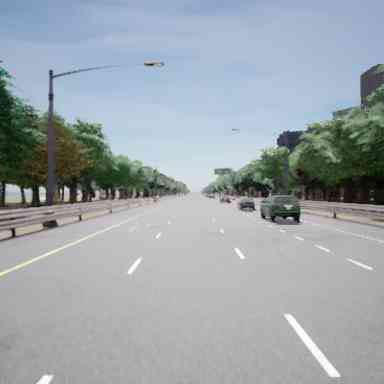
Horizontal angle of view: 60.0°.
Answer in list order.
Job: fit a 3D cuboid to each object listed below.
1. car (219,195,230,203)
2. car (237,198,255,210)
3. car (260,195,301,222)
[{"bbox_3d":[7.259,1.562,74.268,2.097,1.767,4.553,0,0,0],"label":"car"},{"bbox_3d":[7.081,1.612,43.900,1.837,1.490,4.892,0,0,0],"label":"car"},{"bbox_3d":[7.024,1.278,26.815,2.150,2.045,5.566,0,0,0],"label":"car"}]
